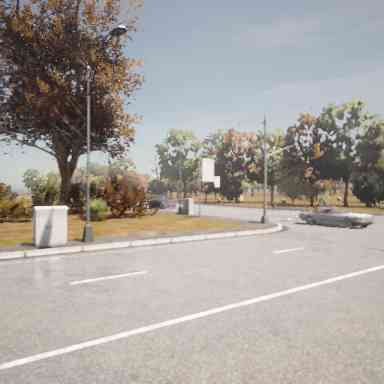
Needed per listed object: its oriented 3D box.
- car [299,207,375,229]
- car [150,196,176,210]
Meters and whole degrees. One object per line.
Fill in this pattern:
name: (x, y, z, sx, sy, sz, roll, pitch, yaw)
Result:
car: (9.710, 1.673, 22.598, 1.895, 1.301, 4.718, 0, 0, -32)
car: (-3.933, 1.401, 44.215, 2.097, 1.767, 4.553, 0, 0, -33)
